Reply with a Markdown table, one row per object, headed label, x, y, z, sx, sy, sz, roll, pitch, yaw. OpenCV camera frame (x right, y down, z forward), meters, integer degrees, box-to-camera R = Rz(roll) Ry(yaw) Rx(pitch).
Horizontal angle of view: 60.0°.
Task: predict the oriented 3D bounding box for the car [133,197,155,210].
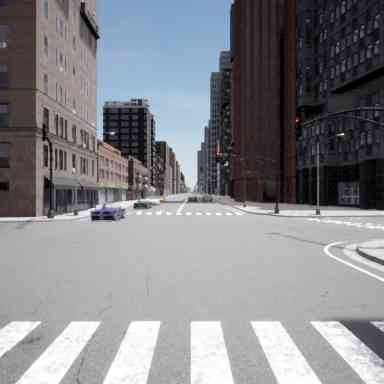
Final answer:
| label | x | y | z | sx | sy | sz | roll | pitch | yaw |
| --- | --- | --- | --- | --- | --- | --- | --- | --- | --- |
| car | -6.517 | 1.608 | 44.039 | 1.895 | 1.301 | 4.718 | 0 | 0 | 0 |

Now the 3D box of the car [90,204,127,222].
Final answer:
| label | x | y | z | sx | sy | sz | roll | pitch | yaw |
| --- | --- | --- | --- | --- | --- | --- | --- | --- | --- |
| car | -6.555 | 1.595 | 26.349 | 1.895 | 1.301 | 4.718 | 0 | 0 | 0 |

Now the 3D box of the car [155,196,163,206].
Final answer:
| label | x | y | z | sx | sy | sz | roll | pitch | yaw |
| --- | --- | --- | --- | --- | --- | --- | --- | --- | --- |
| car | -6.483 | 1.535 | 56.103 | 1.812 | 1.442 | 4.674 | 0 | 0 | 1 |

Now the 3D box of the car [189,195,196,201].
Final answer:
| label | x | y | z | sx | sy | sz | roll | pitch | yaw |
| --- | --- | --- | --- | --- | --- | --- | --- | --- | --- |
| car | 0.122 | 1.451 | 81.408 | 1.882 | 1.535 | 5.008 | 0 | 0 | 0 |

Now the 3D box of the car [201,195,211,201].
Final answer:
| label | x | y | z | sx | sy | sz | roll | pitch | yaw |
| --- | --- | --- | --- | --- | --- | --- | --- | --- | --- |
| car | 3.372 | 1.498 | 81.404 | 2.128 | 1.511 | 4.902 | 0 | 0 | 0 |

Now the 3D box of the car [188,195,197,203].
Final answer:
| label | x | y | z | sx | sy | sz | roll | pitch | yaw |
| --- | --- | --- | --- | --- | --- | --- | --- | --- | --- |
| car | 0.107 | 1.483 | 70.989 | 1.882 | 1.535 | 5.008 | 0 | 0 | 0 |

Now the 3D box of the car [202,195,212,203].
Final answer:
| label | x | y | z | sx | sy | sz | roll | pitch | yaw |
| --- | --- | --- | --- | --- | --- | --- | --- | --- | --- |
| car | 3.357 | 1.530 | 70.984 | 2.128 | 1.511 | 4.902 | 0 | 0 | 0 |

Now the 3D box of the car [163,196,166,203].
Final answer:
| label | x | y | z | sx | sy | sz | roll | pitch | yaw |
| --- | --- | --- | --- | --- | --- | --- | --- | --- | --- |
| car | -6.406 | 1.486 | 68.131 | 1.882 | 1.535 | 5.008 | 0 | 0 | 0 |
